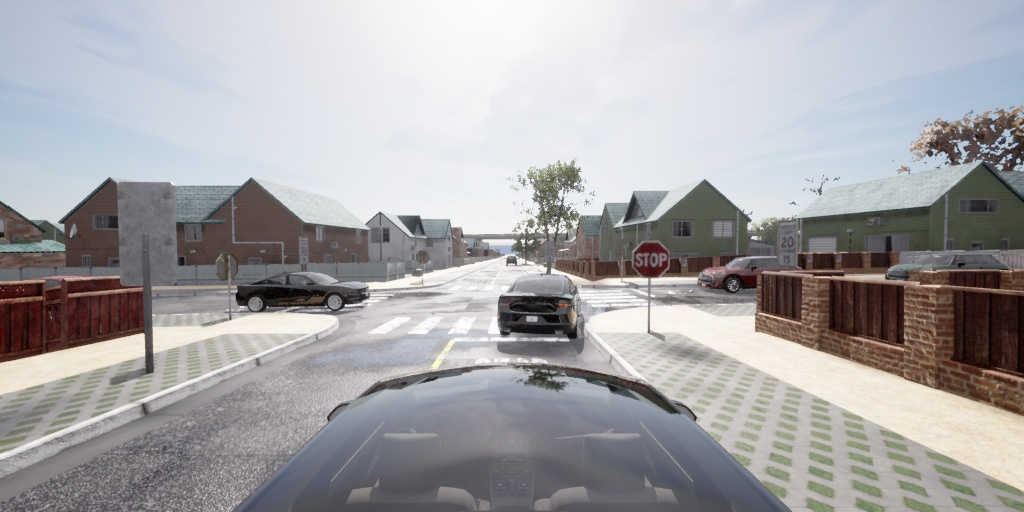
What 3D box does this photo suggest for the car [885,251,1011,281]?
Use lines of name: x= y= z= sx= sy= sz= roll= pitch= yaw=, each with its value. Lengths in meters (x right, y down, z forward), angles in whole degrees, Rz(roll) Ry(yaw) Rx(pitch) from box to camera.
car: x=21.683 y=0.646 z=17.955 sx=4.553 sy=1.767 sz=2.097 roll=-1 pitch=2 yaw=0

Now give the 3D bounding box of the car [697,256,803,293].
car: x=11.788 y=0.820 z=17.872 sx=4.553 sy=1.767 sz=2.097 roll=-1 pitch=2 yaw=0

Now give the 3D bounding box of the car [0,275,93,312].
car: x=-18.036 y=1.547 z=14.694 sx=5.008 sy=1.535 sz=1.882 roll=-1 pitch=2 yaw=0

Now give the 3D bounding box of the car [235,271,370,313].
car: x=-8.483 y=1.377 z=14.767 sx=5.008 sy=1.535 sz=1.882 roll=-1 pitch=2 yaw=0

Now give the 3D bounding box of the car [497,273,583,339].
car: x=0.948 y=1.224 z=10.251 sx=1.882 sy=1.535 sz=5.008 roll=0 pitch=0 yaw=12
